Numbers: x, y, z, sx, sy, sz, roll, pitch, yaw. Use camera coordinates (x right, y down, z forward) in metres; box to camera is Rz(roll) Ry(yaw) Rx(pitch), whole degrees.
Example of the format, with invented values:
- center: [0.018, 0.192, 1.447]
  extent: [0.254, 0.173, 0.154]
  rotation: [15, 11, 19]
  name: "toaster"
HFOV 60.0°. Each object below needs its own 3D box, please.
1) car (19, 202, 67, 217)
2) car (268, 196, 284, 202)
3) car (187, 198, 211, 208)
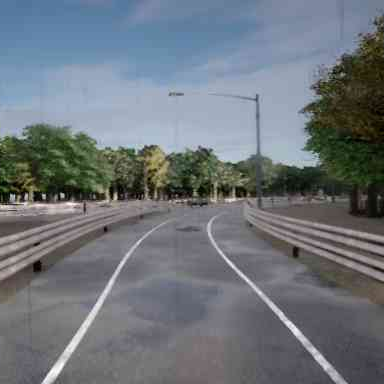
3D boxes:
- center: [-15.838, 1.812, 35.685]
  extent: [1.837, 1.490, 4.892]
  rotation: [-2, -1, 41]
  name: "car"
- center: [19.289, 1.745, 76.202]
  extent: [2.097, 1.767, 4.553]
  rotation: [-2, -1, 41]
  name: "car"
- center: [1.193, 1.809, 55.328]
  extent: [1.837, 1.490, 4.892]
  rotation: [-2, -1, 41]
  name: "car"
